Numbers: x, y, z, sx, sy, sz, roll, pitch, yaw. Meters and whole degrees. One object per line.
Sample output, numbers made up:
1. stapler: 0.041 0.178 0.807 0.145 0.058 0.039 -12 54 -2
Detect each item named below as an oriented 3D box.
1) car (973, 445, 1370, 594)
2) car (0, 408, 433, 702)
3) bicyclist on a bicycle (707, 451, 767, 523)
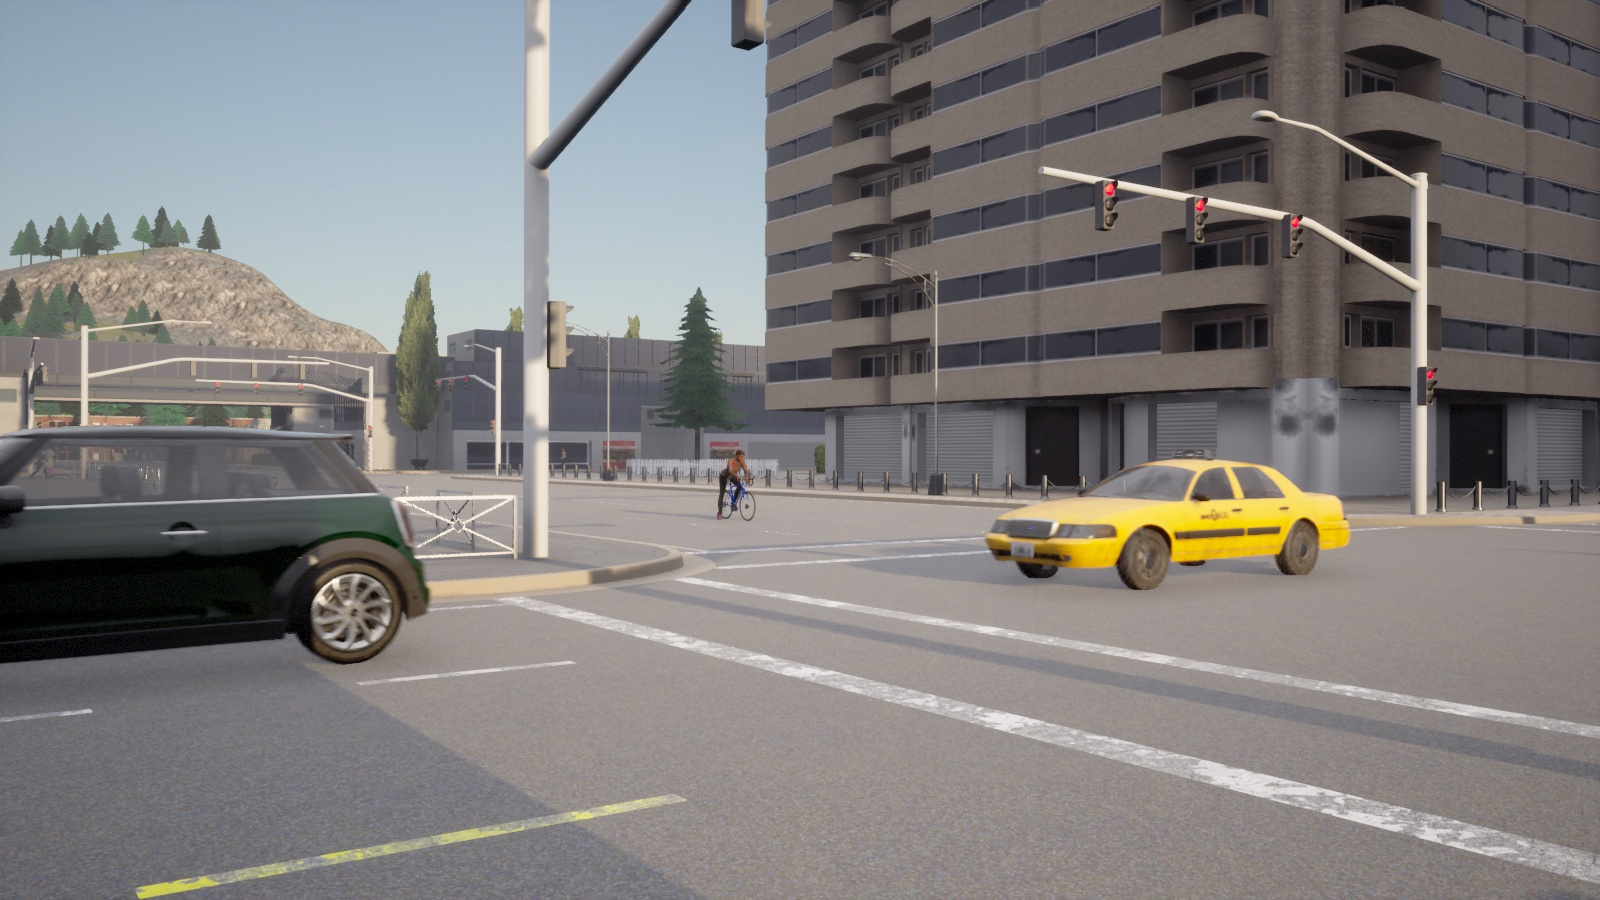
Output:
1. car: 4.738 0.738 15.573 5.366 1.575 1.801 0 0 -36
2. car: -5.118 0.635 8.627 4.553 1.767 2.097 0 0 -35
3. bicyclist on a bicycle: -1.467 0.827 28.998 0.582 1.620 1.656 0 0 -35
